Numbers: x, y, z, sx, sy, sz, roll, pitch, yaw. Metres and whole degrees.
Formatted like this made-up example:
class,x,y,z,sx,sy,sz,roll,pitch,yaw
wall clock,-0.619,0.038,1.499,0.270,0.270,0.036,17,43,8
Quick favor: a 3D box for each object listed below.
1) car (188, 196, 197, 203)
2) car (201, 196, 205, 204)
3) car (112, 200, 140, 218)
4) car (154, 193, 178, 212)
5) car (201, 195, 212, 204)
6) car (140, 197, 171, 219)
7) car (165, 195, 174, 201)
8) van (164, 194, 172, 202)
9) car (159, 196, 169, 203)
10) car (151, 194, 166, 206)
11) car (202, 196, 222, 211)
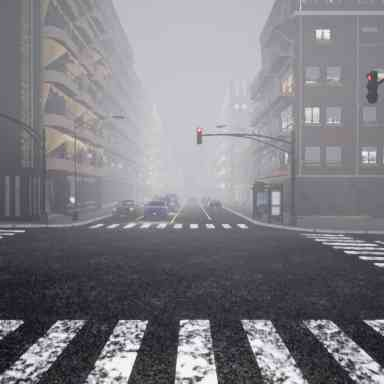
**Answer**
class,x,y,z,sx,sy,sz,roll,pitch,yaw
car,0.079,1.559,69.743,1.994,1.385,4.181,0,0,0
car,2.675,1.541,46.156,1.887,1.381,4.507,0,0,0
car,-5.701,1.437,29.244,1.967,1.590,4.097,0,0,0
car,-3.099,1.348,38.953,2.097,1.767,4.553,0,0,0
car,2.670,1.435,63.073,1.967,1.590,4.097,0,0,0
car,-3.096,1.474,29.325,1.882,1.535,5.008,0,0,-1
car,-5.716,1.543,85.631,2.008,1.369,4.403,0,0,0
van,-5.715,1.335,79.992,1.690,1.788,3.998,0,0,0
car,-5.712,1.520,68.545,1.752,1.417,4.829,0,0,0
car,-5.710,1.311,57.437,2.192,1.841,5.009,0,0,0
car,2.676,1.547,40.518,2.008,1.369,4.403,0,0,0
